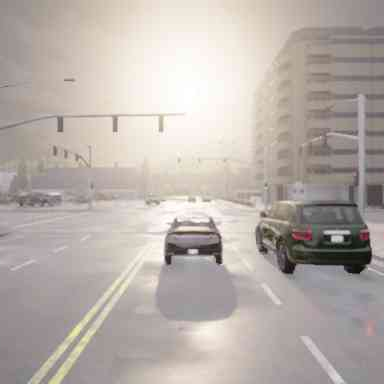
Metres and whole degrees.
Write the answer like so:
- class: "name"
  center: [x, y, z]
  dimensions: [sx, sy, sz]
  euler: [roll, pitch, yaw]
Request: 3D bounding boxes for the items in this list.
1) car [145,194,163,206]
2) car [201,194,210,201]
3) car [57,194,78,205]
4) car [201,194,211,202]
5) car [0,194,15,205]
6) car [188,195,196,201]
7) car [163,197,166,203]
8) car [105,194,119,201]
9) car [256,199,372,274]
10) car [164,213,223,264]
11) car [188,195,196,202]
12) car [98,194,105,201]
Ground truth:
- class: "car"
  center: [-7.043, 1.352, 60.100]
  dimensions: [2.150, 2.045, 5.566]
  euler: [0, 0, 1]
- class: "car"
  center: [3.492, 1.404, 87.544]
  dimensions: [2.097, 1.767, 4.553]
  euler: [0, 0, 0]
- class: "car"
  center: [-26.717, 1.552, 71.555]
  dimensions: [1.970, 1.475, 3.806]
  euler: [0, 0, 0]
- class: "car"
  center: [3.493, 1.694, 78.596]
  dimensions: [1.812, 1.442, 4.674]
  euler: [0, 0, 0]
- class: "car"
  center: [-32.537, 1.520, 56.473]
  dimensions: [1.970, 1.475, 3.806]
  euler: [0, 0, 0]
- class: "car"
  center: [-0.008, 1.549, 87.573]
  dimensions: [1.837, 1.490, 4.892]
  euler: [0, 0, 0]
- class: "car"
  center: [-7.007, 1.759, 75.611]
  dimensions: [1.895, 1.301, 4.718]
  euler: [0, 0, 0]
- class: "car"
  center: [-21.057, 1.348, 88.949]
  dimensions: [1.932, 1.855, 4.605]
  euler: [0, 0, 0]
- class: "car"
  center: [3.565, 1.244, 10.790]
  dimensions: [2.150, 2.045, 5.566]
  euler: [0, 0, 1]
- class: "car"
  center: [0.067, 1.518, 12.010]
  dimensions: [2.128, 1.511, 4.902]
  euler: [0, 0, 1]
- class: "car"
  center: [-0.007, 1.649, 78.340]
  dimensions: [1.882, 1.535, 5.008]
  euler: [0, 0, 0]
- class: "car"
  center: [-23.951, 1.351, 89.013]
  dimensions: [1.905, 1.878, 3.866]
  euler: [0, 0, 0]
